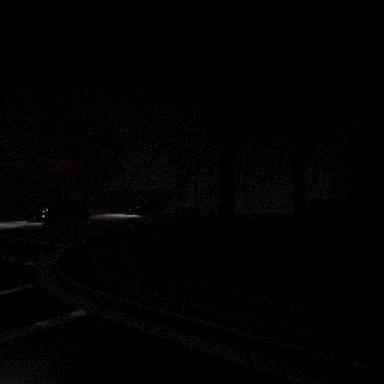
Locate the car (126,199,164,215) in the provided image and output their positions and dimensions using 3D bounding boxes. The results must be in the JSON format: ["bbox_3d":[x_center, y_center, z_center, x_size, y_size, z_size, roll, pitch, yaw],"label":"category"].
[{"bbox_3d":[-4.781,1.512,34.682,1.812,1.442,4.674,0,0,34],"label":"car"}]

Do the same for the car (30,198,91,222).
[{"bbox_3d":[-10.366,1.339,26.406,2.097,1.767,4.553,0,0,34],"label":"car"}]
